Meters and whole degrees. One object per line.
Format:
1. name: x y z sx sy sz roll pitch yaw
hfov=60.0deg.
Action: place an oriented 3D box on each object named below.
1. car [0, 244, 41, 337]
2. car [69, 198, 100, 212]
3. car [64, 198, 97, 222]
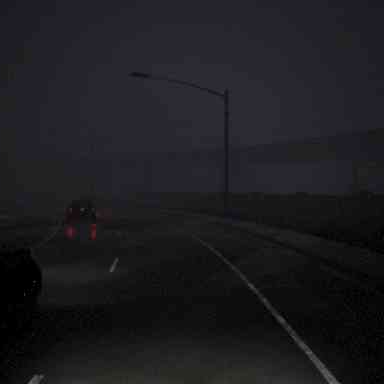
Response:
1. car: -3.606 1.224 3.447 2.150 2.045 5.566 0 0 -3
2. car: -13.010 1.466 40.042 2.128 1.511 4.902 -1 0 -37
3. car: -8.992 1.345 26.606 2.097 1.767 4.553 -1 0 -24
